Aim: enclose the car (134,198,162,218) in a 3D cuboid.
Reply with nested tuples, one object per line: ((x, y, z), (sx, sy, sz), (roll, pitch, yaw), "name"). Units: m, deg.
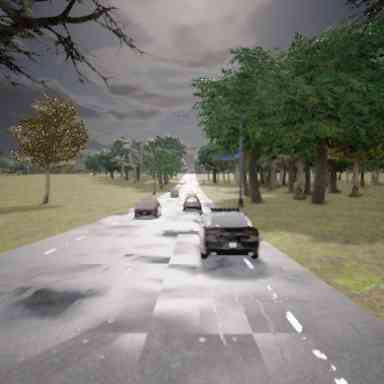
((-3.595, 1.279, 27.686), (1.882, 1.535, 5.008), (0, 1, 0), "car")

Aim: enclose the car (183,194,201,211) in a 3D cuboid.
((0.036, 1.232, 36.245), (1.994, 1.385, 4.181), (0, 1, 1), "car")

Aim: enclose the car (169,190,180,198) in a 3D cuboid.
((-3.499, 0.401, 68.463), (1.837, 1.490, 4.892), (0, 2, 0), "car")

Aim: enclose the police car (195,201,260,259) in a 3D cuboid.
((1.226, 1.373, 12.563), (1.930, 1.638, 5.238), (0, 0, 0), "police car")
